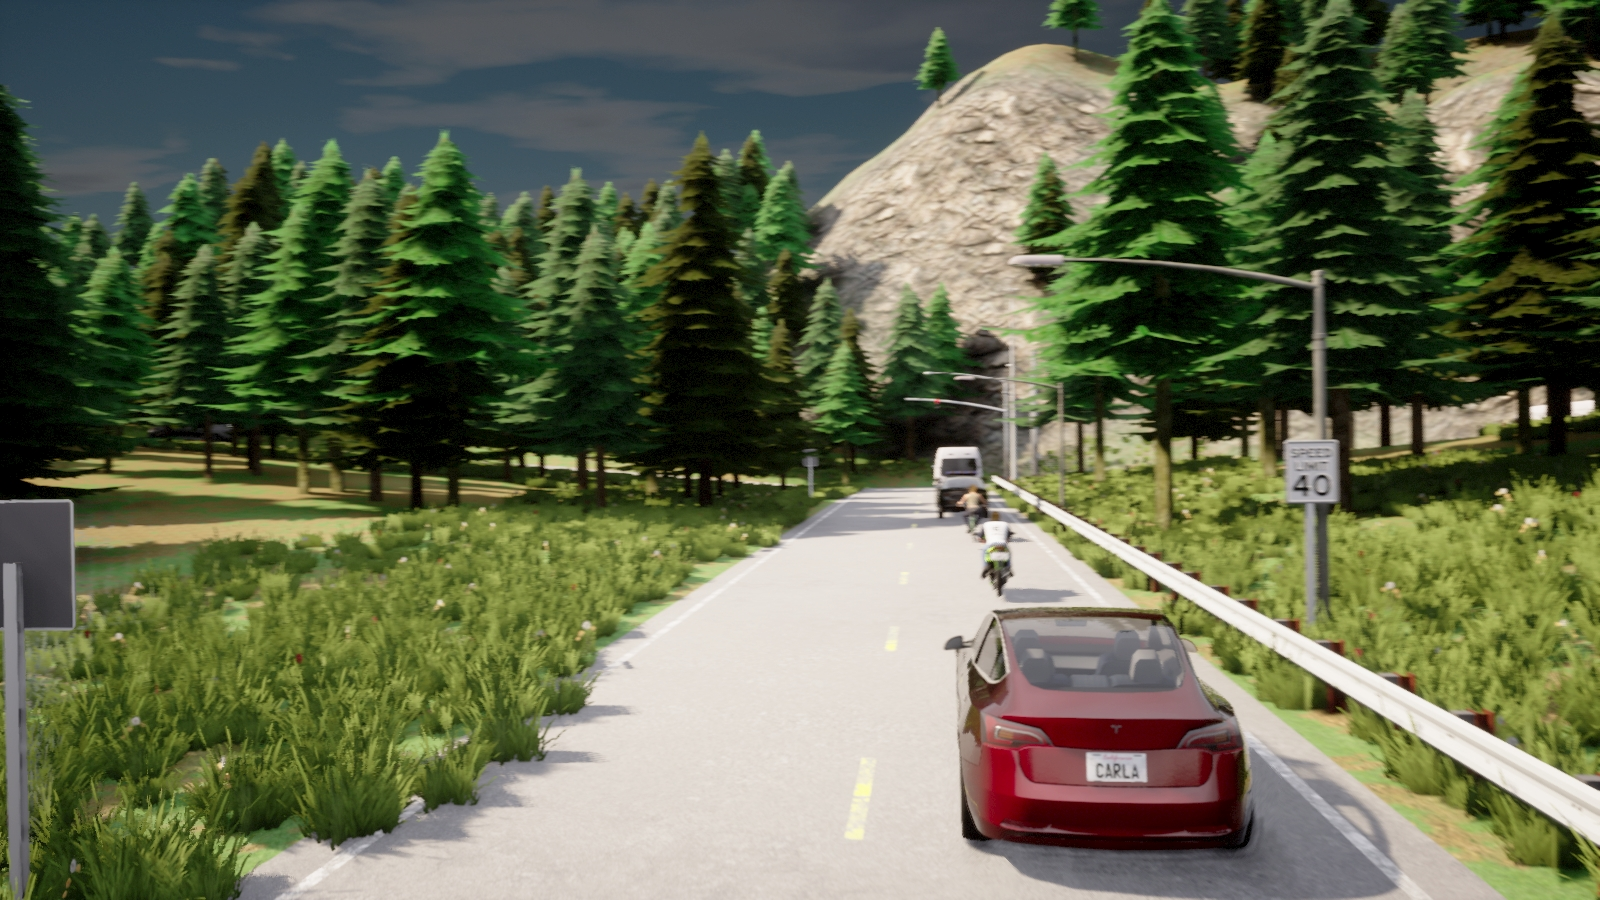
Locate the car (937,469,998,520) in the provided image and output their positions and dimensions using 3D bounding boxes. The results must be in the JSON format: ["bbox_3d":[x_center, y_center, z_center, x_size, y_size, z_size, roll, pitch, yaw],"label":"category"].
[{"bbox_3d":[6.226,1.623,42.999,2.097,1.638,5.238,-1,0,7],"label":"car"}]

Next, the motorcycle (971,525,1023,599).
[{"bbox_3d":[3.573,2.018,20.901,0.803,1.145,2.033,-1,0,7],"label":"motorcycle"}]

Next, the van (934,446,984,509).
[{"bbox_3d":[6.942,1.122,50.380,1.988,2.561,5.915,-1,0,7],"label":"van"}]

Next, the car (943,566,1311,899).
[{"bbox_3d":[2.291,1.953,9.353,2.163,1.488,4.792,-1,0,8],"label":"car"}]
